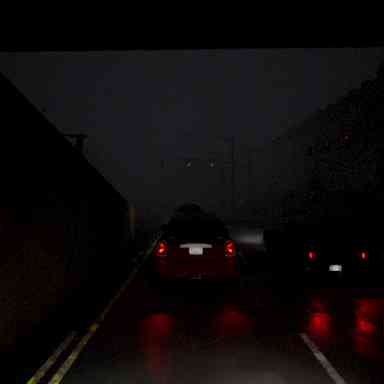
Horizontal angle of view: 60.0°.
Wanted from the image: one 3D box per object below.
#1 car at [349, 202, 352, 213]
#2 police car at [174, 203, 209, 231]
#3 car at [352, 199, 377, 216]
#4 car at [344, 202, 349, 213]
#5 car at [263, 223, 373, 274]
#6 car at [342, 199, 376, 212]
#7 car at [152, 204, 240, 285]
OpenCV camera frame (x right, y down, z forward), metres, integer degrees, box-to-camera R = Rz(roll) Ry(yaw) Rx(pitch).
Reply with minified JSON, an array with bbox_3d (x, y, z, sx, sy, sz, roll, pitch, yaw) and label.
[{"bbox_3d":[17.433,1.518,30.185,2.038,1.542,4.974,0,0,-35],"label":"car"},{"bbox_3d":[-0.156,1.551,22.090,2.038,1.542,4.974,0,0,-4],"label":"police car"},{"bbox_3d":[17.463,1.360,30.143,1.853,1.218,4.536,0,0,-35],"label":"car"},{"bbox_3d":[17.537,1.528,34.792,2.038,1.542,4.974,0,0,45],"label":"car"},{"bbox_3d":[3.603,1.624,10.556,1.895,1.301,4.718,0,0,0],"label":"car"},{"bbox_3d":[17.574,1.370,34.829,1.853,1.218,4.536,0,0,45],"label":"car"},{"bbox_3d":[0.094,1.374,9.714,2.097,1.767,4.553,0,0,0],"label":"car"}]
